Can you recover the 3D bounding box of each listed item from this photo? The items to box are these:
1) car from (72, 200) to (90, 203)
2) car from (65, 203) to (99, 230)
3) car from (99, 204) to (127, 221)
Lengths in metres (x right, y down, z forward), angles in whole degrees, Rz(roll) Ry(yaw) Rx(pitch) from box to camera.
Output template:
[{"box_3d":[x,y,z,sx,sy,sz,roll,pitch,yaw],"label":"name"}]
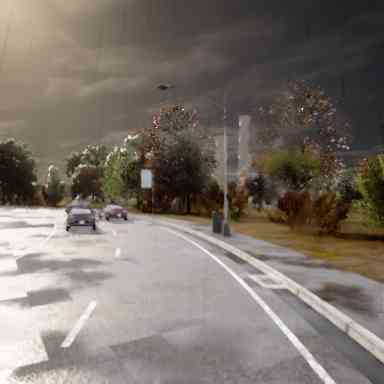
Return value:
[{"box_3d":[-13.731,1.760,40.480,2.097,1.767,4.553,1,-1,-39],"label":"car"},{"box_3d":[-7.721,1.756,22.980,1.812,1.442,4.674,1,-1,-21],"label":"car"},{"box_3d":[-7.298,1.855,30.509,1.812,1.442,4.674,1,-1,-27],"label":"car"}]
